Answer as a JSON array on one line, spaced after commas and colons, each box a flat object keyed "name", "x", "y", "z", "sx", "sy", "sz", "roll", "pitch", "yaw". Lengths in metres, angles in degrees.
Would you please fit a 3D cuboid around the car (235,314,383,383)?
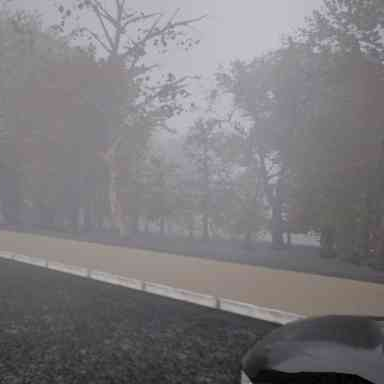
[{"name": "car", "x": 2.567, "y": 1.494, "z": 1.846, "sx": 4.902, "sy": 1.511, "sz": 2.128, "roll": 0, "pitch": 0, "yaw": 35}]
